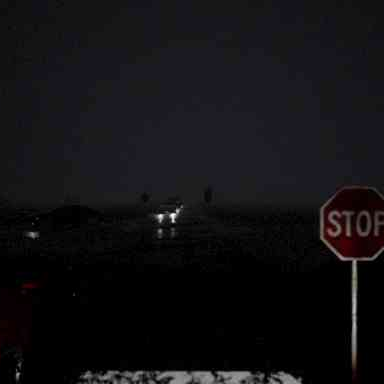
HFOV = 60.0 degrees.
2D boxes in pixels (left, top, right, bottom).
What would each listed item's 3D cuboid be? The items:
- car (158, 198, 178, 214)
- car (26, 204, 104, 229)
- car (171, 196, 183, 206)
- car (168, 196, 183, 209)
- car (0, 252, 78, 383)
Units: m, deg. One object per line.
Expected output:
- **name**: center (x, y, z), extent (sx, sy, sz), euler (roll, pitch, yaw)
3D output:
- **car**: center (-2.968, 1.843, 40.481), extent (1.812, 1.442, 4.674), euler (0, 0, 0)
- **car**: center (-8.586, 1.584, 22.797), extent (5.008, 1.535, 1.882), euler (0, 1, -38)
- **car**: center (-3.007, 1.765, 67.391), extent (2.150, 2.045, 5.566), euler (0, 0, 0)
- **car**: center (-2.989, 1.649, 53.653), extent (2.150, 2.045, 5.566), euler (0, -1, 0)
- **car**: center (-3.020, 1.599, 4.667), extent (1.994, 1.385, 4.181), euler (0, 0, -5)
